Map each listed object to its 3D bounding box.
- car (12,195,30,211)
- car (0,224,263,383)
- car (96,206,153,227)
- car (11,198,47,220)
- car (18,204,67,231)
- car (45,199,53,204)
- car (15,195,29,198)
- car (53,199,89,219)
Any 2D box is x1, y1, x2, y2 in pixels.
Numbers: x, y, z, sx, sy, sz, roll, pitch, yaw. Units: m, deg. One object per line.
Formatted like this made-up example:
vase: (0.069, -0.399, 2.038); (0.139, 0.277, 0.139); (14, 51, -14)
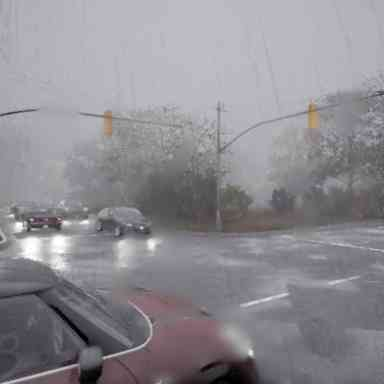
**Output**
car: (-23.806, 1.448, 46.507); (2.150, 2.045, 5.566); (1, -1, -26)
car: (-1.547, 1.351, 2.595); (4.553, 1.767, 2.097); (1, 0, -35)
car: (-3.890, 1.569, 18.721); (1.837, 1.490, 4.892); (1, 0, -34)
car: (-14.117, 1.550, 28.510); (2.128, 1.511, 4.902); (1, -1, -30)
car: (-9.314, 1.633, 20.524); (1.895, 1.301, 4.718); (1, 0, -31)
car: (-21.994, 1.799, 50.676); (1.837, 1.490, 4.892); (1, -1, -25)
car: (-18.963, 1.474, 37.134); (2.097, 1.767, 4.553); (1, -1, -28)
car: (-10.596, 1.438, 29.389); (2.097, 1.767, 4.553); (1, -1, -30)
